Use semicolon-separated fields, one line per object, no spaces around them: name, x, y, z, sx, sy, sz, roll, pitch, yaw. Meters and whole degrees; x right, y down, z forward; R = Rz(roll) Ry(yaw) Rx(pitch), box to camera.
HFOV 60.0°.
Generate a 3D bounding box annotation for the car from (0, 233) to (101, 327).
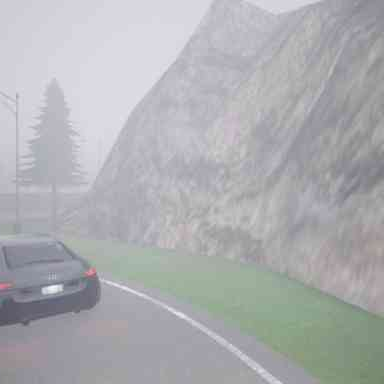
car;-3.587;1.564;6.974;1.994;1.385;4.181;0;0;-41
